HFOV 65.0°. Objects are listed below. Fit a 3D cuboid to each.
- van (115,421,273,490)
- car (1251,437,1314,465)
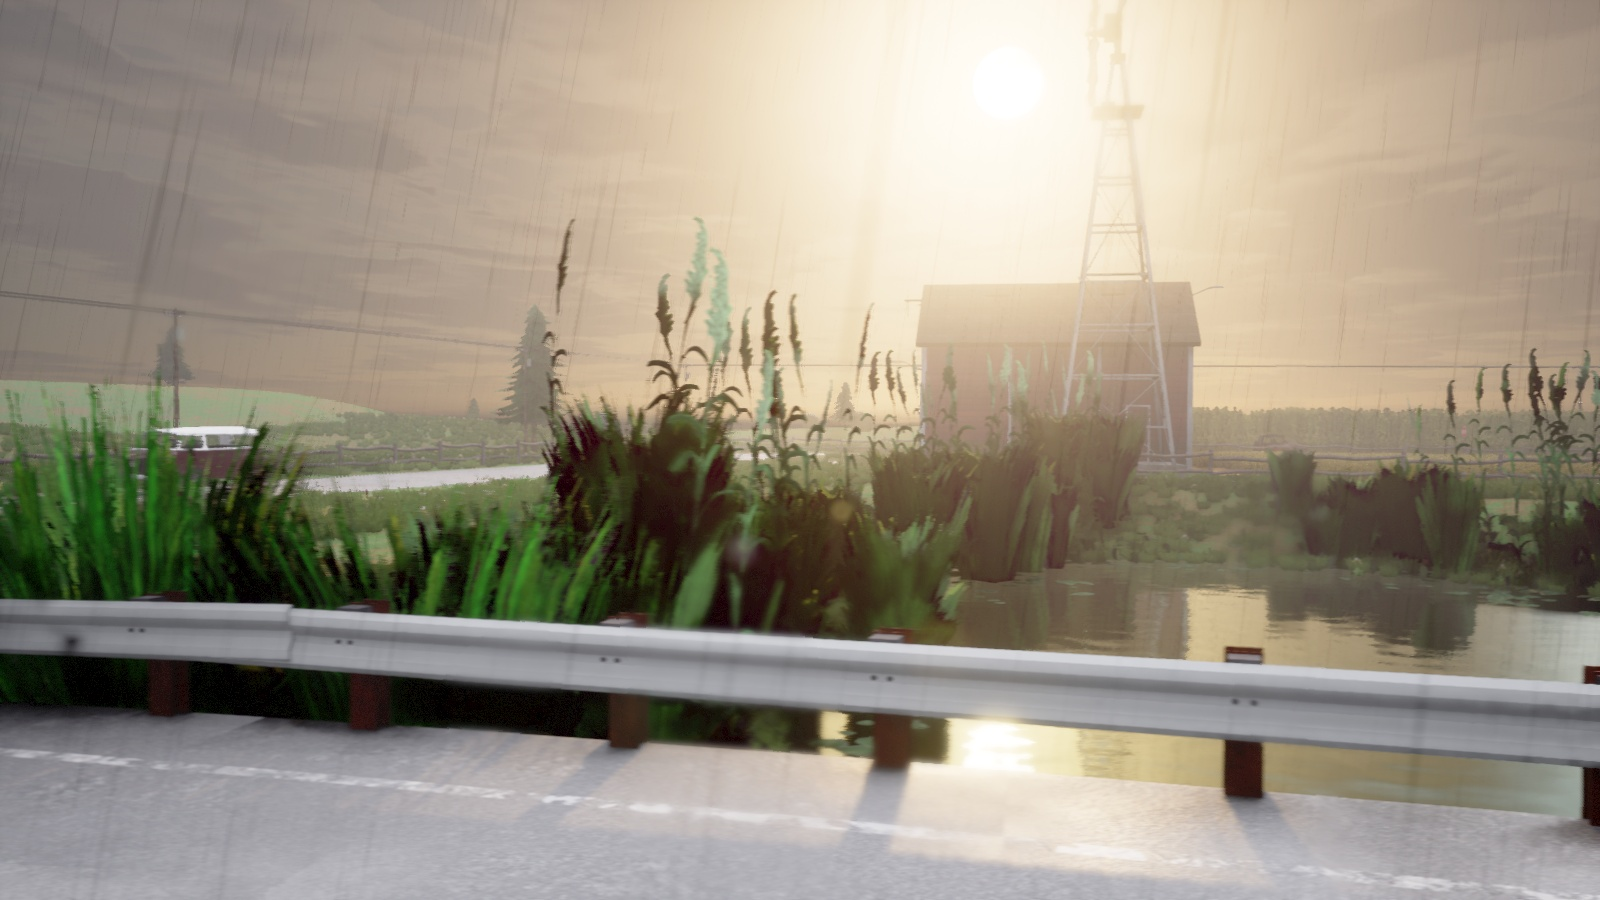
[{"bbox_3d":[-19.316,0.124,40.247,2.069,2.038,4.480,1,1,16],"label":"van"},{"bbox_3d":[34.754,0.052,90.525,3.866,1.878,1.905,1,1,11],"label":"car"}]
